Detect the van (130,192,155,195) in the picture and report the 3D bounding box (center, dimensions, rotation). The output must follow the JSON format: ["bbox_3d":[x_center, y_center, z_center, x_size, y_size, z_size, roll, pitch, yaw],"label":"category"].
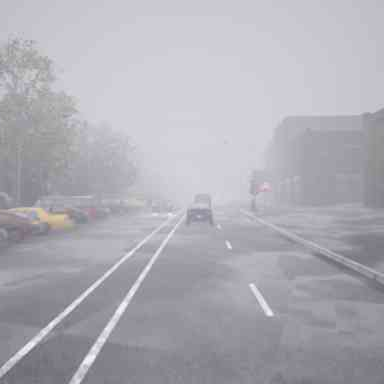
[{"bbox_3d":[-7.982,1.242,47.661,4.442,1.987,1.878,-1,1,-17],"label":"van"}]

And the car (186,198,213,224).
[{"bbox_3d":[0.597,1.506,25.127,1.882,1.535,5.008,0,0,2],"label":"car"}]

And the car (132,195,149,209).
[{"bbox_3d":[-8.192,1.494,38.875,5.366,1.575,1.946,-1,0,-17],"label":"car"}]

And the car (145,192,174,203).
[{"bbox_3d":[-6.687,1.084,68.404,5.566,2.045,2.435,-1,0,-17],"label":"car"}]

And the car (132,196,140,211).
[{"bbox_3d":[-8.530,1.508,35.851,4.892,1.521,2.231,-1,0,-17],"label":"car"}]

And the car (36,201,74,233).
[{"bbox_3d":[-9.388,1.516,17.976,5.366,1.575,1.946,-1,0,-19],"label":"car"}]

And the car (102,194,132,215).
[{"bbox_3d":[-8.639,1.386,32.890,4.553,1.767,2.185,-1,0,-18],"label":"car"}]

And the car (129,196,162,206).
[{"bbox_3d":[-7.548,1.436,53.620,5.008,1.535,2.097,-1,0,-17],"label":"car"}]

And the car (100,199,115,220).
[{"bbox_3d":[-8.921,1.559,26.946,4.674,1.452,2.002,-1,0,-18],"label":"car"}]

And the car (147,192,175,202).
[{"bbox_3d":[-6.570,1.062,71.330,5.566,2.045,2.435,-1,1,-17],"label":"car"}]

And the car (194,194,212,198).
[{"bbox_3d":[1.428,1.213,42.862,2.150,2.045,5.566,0,0,3],"label":"car"}]

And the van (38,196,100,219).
[{"bbox_3d":[-9.141,1.295,23.934,4.442,1.987,1.878,-1,0,-18],"label":"van"}]

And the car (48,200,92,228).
[{"bbox_3d":[-9.119,1.518,21.004,5.008,1.535,2.097,-1,0,-18],"label":"car"}]

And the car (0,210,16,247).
[{"bbox_3d":[-9.319,1.547,12.118,4.674,1.452,2.002,0,-1,-19],"label":"car"}]

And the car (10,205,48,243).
[{"bbox_3d":[-9.274,1.552,15.065,4.674,1.452,2.002,-1,0,-19],"label":"car"}]

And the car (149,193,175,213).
[{"bbox_3d":[-3.192,1.364,37.826,2.097,1.767,4.553,0,0,3],"label":"car"}]

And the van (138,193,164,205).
[{"bbox_3d":[-7.319,1.176,59.486,4.442,1.987,1.878,-1,1,-17],"label":"van"}]

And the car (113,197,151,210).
[{"bbox_3d":[-8.064,1.509,44.733,4.792,1.488,2.163,-1,0,-17],"label":"car"}]
